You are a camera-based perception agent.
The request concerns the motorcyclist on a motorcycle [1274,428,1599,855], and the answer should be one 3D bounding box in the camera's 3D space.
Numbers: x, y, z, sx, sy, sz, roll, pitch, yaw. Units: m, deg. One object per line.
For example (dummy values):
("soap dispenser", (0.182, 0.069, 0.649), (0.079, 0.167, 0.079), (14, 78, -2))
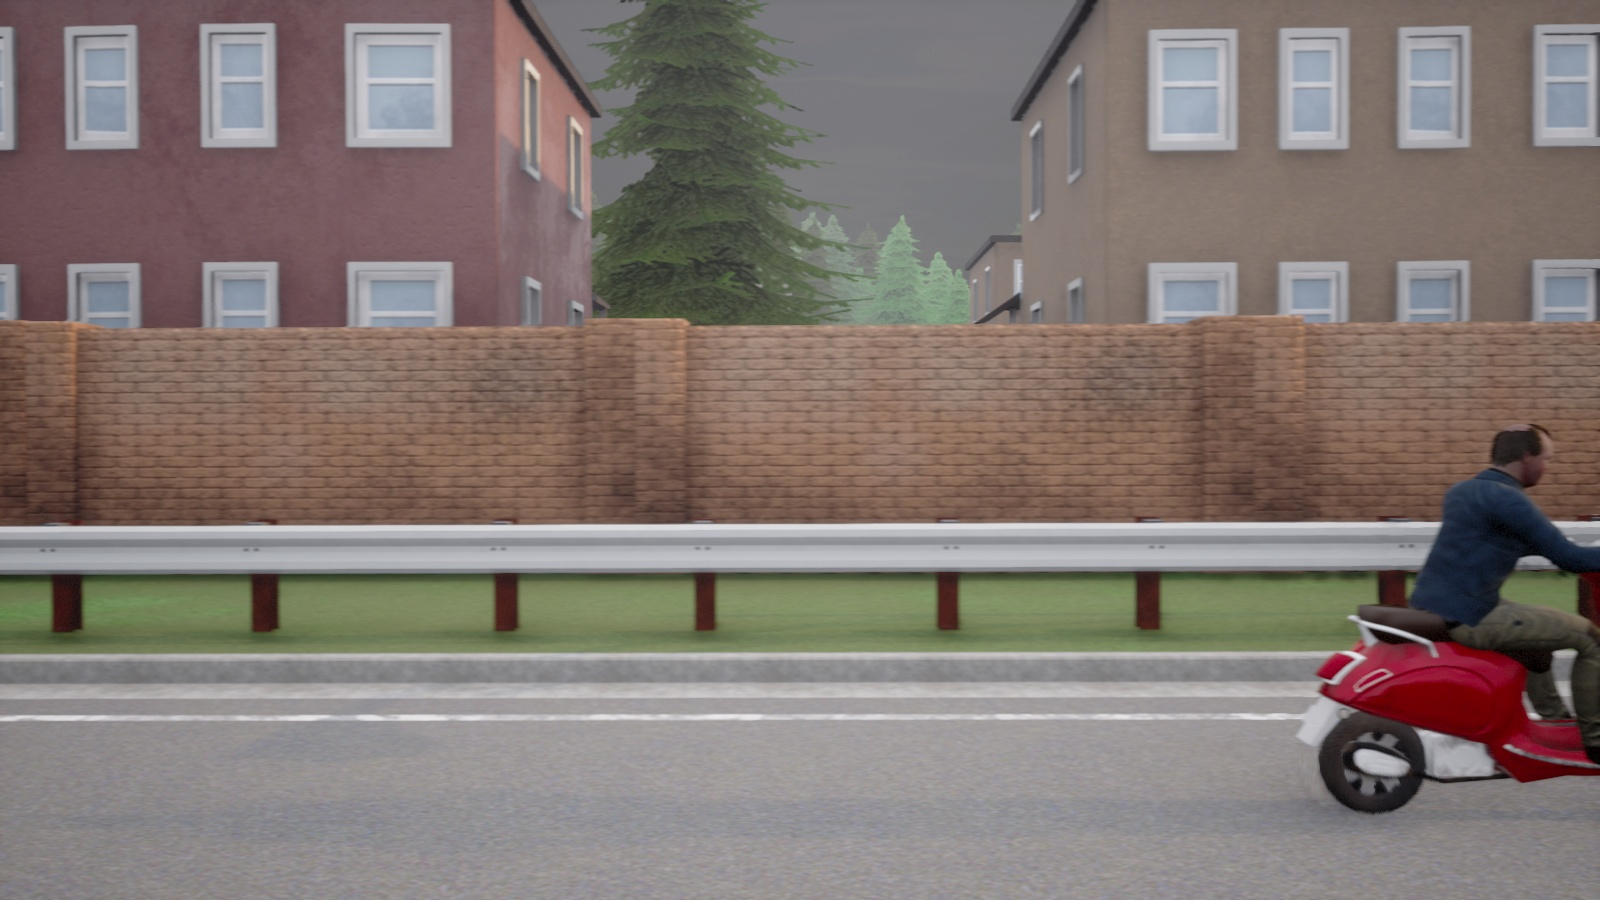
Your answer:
("motorcyclist on a motorcycle", (3.005, 0.709, 5.104), (1.817, 1.590, 0.866), (0, 1, 1))
